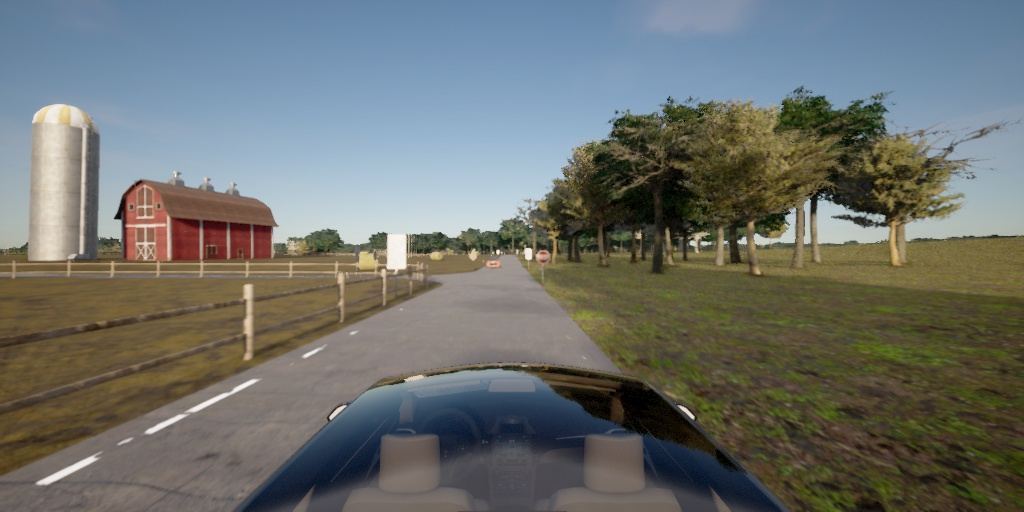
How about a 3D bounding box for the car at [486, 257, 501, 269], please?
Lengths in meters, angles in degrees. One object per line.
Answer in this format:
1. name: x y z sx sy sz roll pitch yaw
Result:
1. car: -2.725 0.950 53.657 2.097 1.767 4.553 0 0 0
